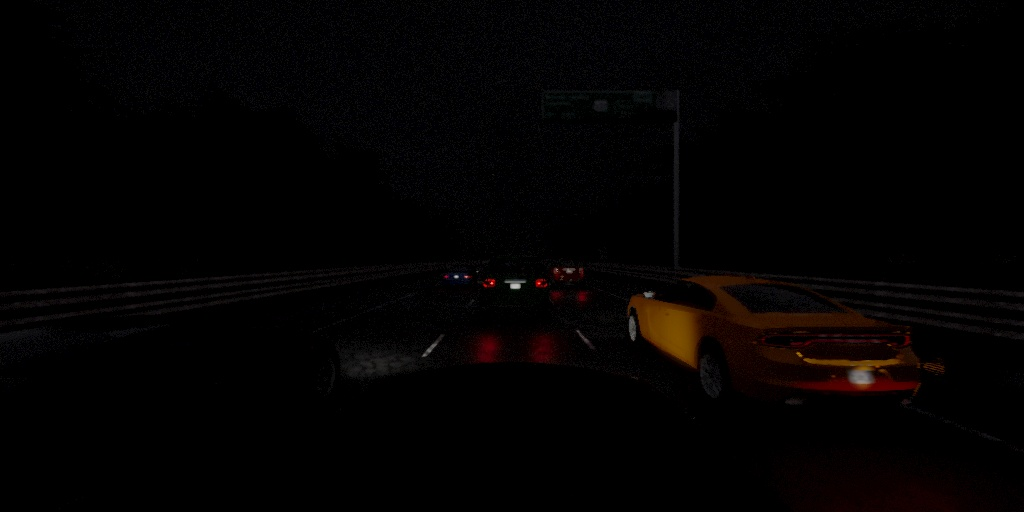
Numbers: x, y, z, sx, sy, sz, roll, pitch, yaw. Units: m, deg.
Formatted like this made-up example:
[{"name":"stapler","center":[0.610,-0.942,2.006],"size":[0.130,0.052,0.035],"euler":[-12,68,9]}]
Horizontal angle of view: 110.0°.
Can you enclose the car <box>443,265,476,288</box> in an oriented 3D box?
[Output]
[{"name":"car","center":[-3.397,1.326,24.382],"size":[2.033,1.411,5.357],"euler":[0,0,0]}]

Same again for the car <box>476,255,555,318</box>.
[{"name":"car","center":[0.100,0.979,13.183],"size":[2.150,2.045,5.566],"euler":[0,0,0]}]

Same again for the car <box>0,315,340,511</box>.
[{"name":"car","center":[-3.412,1.276,3.301],"size":[1.812,1.442,4.674],"euler":[0,0,0]}]

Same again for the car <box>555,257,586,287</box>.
[{"name":"car","center":[3.500,0.962,24.045],"size":[2.097,1.767,4.553],"euler":[0,0,0]}]

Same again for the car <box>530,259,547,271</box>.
[{"name":"car","center":[3.658,1.240,49.929],"size":[2.128,1.511,4.902],"euler":[0,0,1]}]

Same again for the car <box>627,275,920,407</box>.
[{"name":"car","center":[3.501,1.059,6.073],"size":[1.882,1.535,5.008],"euler":[0,0,0]}]
